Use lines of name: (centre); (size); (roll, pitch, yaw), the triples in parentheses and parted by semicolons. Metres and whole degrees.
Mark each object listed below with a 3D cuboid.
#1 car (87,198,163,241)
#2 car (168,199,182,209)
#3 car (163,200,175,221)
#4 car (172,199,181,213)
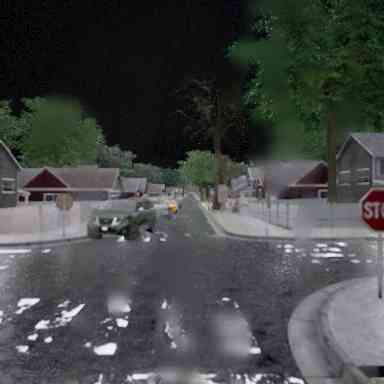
car: (-3.531, 1.369, 18.101); (2.150, 2.045, 5.566); (0, -1, 11)
car: (-2.759, 1.924, 55.266); (2.128, 1.511, 4.902); (0, 0, 1)
car: (-2.824, 1.766, 30.369); (1.812, 1.442, 4.674); (0, 0, 0)
car: (-2.809, 1.813, 42.703); (1.882, 1.535, 5.008); (0, -1, 0)
